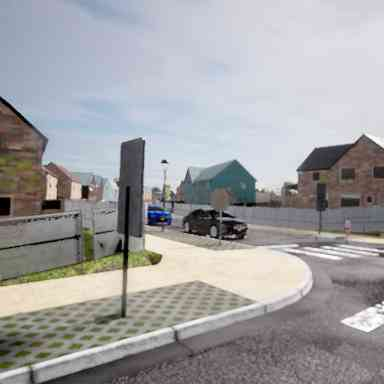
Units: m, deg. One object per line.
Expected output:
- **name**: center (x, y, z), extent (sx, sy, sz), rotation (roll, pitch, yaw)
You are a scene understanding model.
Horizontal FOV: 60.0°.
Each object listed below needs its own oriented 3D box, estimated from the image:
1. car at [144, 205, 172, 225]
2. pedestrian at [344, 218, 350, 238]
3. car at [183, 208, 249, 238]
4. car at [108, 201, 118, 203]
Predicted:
- **car**: center (-3.214, 1.810, 26.998), extent (1.882, 1.535, 5.008), rotation (3, -2, -25)
- **pedestrian**: center (8.278, 1.884, 17.679), extent (0.500, 1.100, 0.500), rotation (2, -1, -31)
- **car**: center (1.173, 1.676, 18.586), extent (1.837, 1.490, 4.892), rotation (3, -2, -29)
- **car**: center (-10.580, 2.003, 45.101), extent (2.097, 1.767, 4.553), rotation (3, -2, -18)
